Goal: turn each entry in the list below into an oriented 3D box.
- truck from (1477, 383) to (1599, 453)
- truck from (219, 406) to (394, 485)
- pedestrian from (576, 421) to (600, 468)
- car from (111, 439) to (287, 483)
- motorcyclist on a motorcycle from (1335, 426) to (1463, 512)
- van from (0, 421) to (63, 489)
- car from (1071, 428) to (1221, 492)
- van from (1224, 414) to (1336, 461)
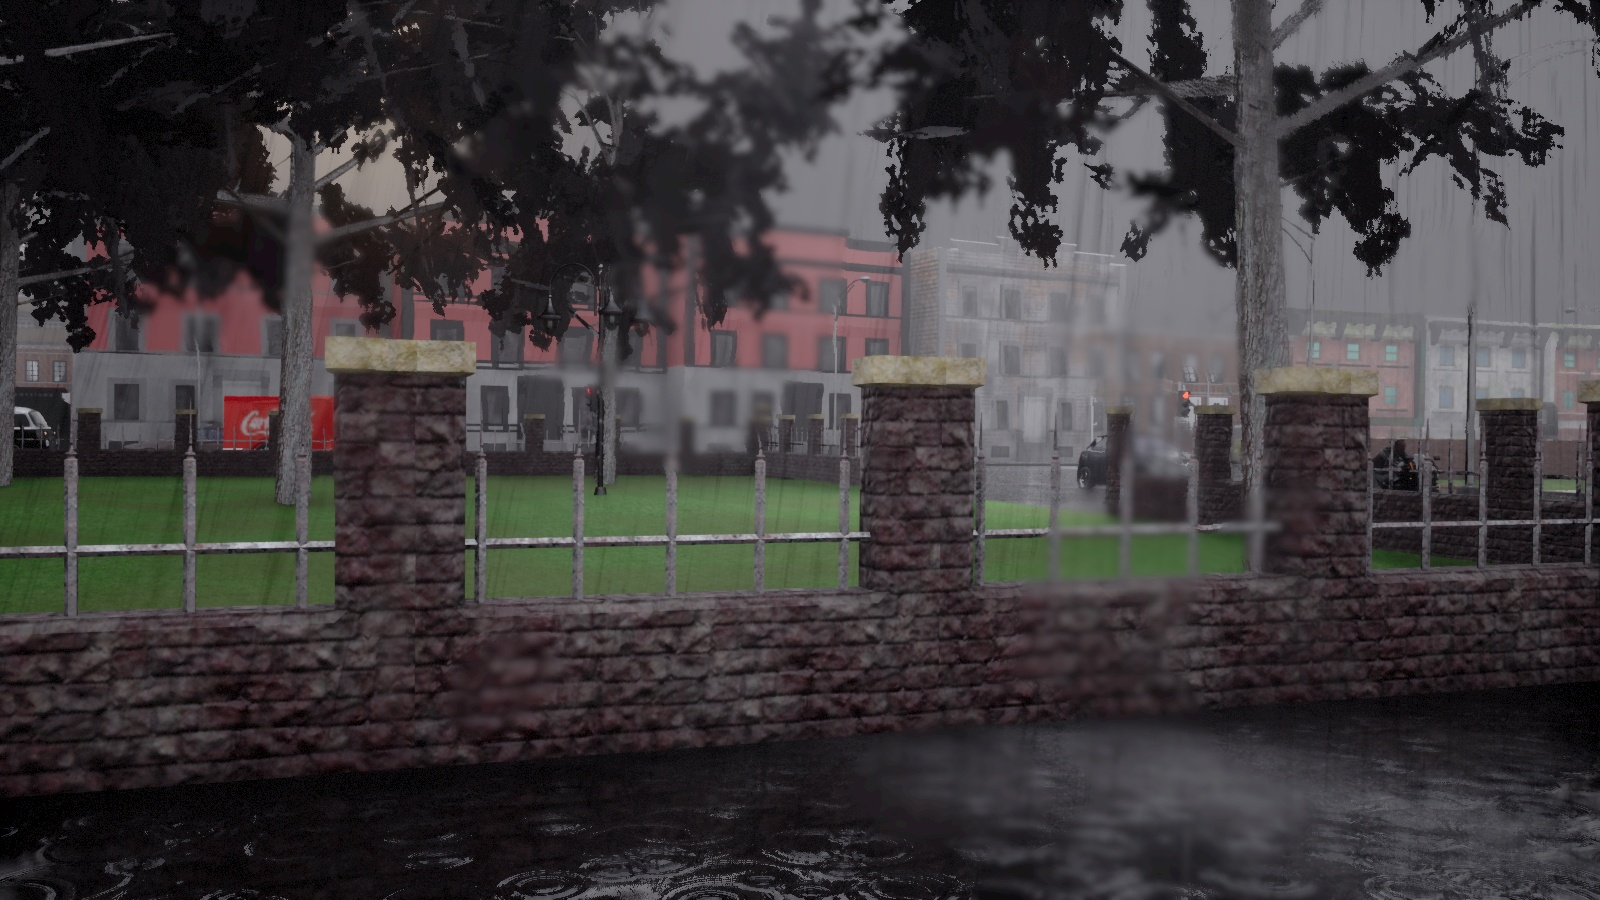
[{"bbox_3d":[39.333,-1.667,65.019,7.936,3.462,2.891,-1,1,-19],"label":"truck"},{"bbox_3d":[-16.271,-0.192,41.748,5.204,2.467,2.627,-1,1,-18],"label":"truck"},{"bbox_3d":[-8.538,-0.217,50.533,0.563,1.883,0.849,-2,1,-44],"label":"pedestrian"},{"bbox_3d":[-21.085,0.352,44.317,5.357,1.411,2.033,-1,1,-19],"label":"car"},{"bbox_3d":[11.227,0.327,23.635,0.866,1.530,2.191,-1,1,-21],"label":"motorcyclist on a motorcycle"},{"bbox_3d":[-25.457,0.169,38.585,4.480,2.038,2.069,-1,1,-19],"label":"van"},{"bbox_3d":[8.567,0.208,31.409,1.845,1.501,3.633,-1,1,-20],"label":"car"},{"bbox_3d":[20.815,-0.560,54.476,4.442,1.987,1.775,-1,1,-19],"label":"van"}]
